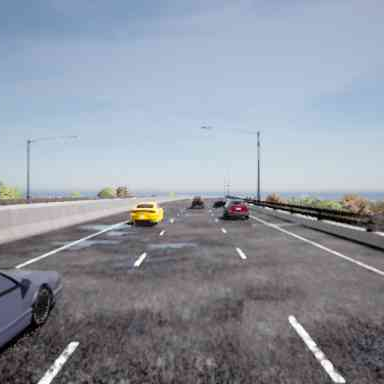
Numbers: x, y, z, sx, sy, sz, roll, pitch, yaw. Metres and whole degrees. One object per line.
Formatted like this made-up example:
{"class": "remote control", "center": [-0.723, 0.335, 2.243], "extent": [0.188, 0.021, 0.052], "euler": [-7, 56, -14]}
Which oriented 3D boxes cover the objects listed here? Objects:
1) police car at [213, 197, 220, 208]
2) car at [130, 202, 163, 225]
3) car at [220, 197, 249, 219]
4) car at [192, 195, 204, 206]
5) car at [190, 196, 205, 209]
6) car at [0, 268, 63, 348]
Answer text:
{"class": "police car", "center": [4.291, 1.599, 50.965], "extent": [2.038, 1.542, 4.974], "euler": [0, -1, 2]}
{"class": "car", "center": [-3.207, 1.498, 24.277], "extent": [1.882, 1.535, 5.008], "euler": [0, 0, 1]}
{"class": "car", "center": [3.861, 1.468, 29.664], "extent": [2.033, 1.649, 4.856], "euler": [0, 0, 1]}
{"class": "car", "center": [1.060, 1.473, 59.445], "extent": [2.097, 1.767, 4.553], "euler": [0, 0, 2]}
{"class": "car", "center": [0.804, 1.594, 47.902], "extent": [1.837, 1.490, 4.892], "euler": [0, 0, 2]}
{"class": "car", "center": [-3.389, 1.547, 3.901], "extent": [2.033, 1.411, 5.357], "euler": [0, 0, 0]}
